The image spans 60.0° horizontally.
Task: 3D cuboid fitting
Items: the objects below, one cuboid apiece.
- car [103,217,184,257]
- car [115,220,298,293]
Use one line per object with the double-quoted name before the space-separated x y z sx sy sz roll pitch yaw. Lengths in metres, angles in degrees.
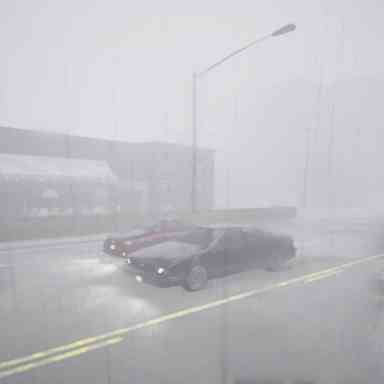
"car" -1.098 1.654 12.319 4.181 1.385 1.994 0 -1 -40
"car" 0.815 1.617 9.356 5.357 1.411 2.033 0 -1 -40
